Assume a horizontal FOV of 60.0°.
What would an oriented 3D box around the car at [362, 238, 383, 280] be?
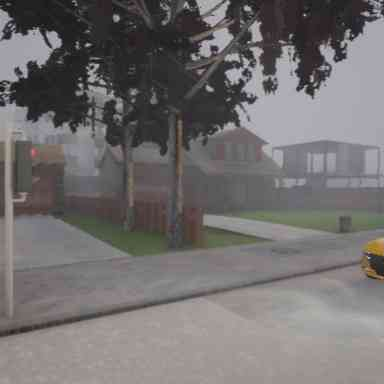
[{"bbox_3d":[6.429,1.431,8.602,5.008,1.535,1.882,0,1,-33],"label":"car"}]
